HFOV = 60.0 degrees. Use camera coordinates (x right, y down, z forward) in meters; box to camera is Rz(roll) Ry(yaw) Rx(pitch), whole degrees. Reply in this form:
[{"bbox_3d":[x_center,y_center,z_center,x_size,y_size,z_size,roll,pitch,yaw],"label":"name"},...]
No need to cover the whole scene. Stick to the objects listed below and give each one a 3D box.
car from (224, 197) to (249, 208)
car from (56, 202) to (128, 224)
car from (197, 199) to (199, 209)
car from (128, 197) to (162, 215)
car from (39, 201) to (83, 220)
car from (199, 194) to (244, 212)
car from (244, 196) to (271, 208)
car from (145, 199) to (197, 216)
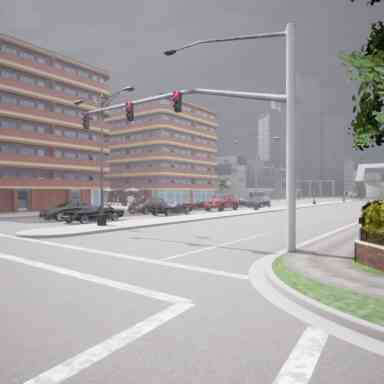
[{"bbox_3d":[6.747,1.524,50.123,1.812,1.442,4.674,0,0,36],"label":"car"},{"bbox_3d":[-7.364,1.599,24.903,1.895,1.301,4.718,0,0,33],"label":"car"},{"bbox_3d":[0.693,1.599,41.864,1.895,1.301,4.718,0,0,36],"label":"car"},{"bbox_3d":[-4.562,1.350,34.649,2.097,1.767,4.553,0,0,35],"label":"car"},{"bbox_3d":[-9.967,1.503,27.238,1.837,1.490,4.892,0,0,36],"label":"car"},{"bbox_3d":[3.625,1.220,39.942,2.150,2.045,5.566,0,0,36],"label":"car"},{"bbox_3d":[9.680,1.351,48.206,2.097,1.767,4.553,0,0,36],"label":"car"},{"bbox_3d":[-1.952,1.598,32.299,1.895,1.301,4.718,0,0,36],"label":"car"}]
